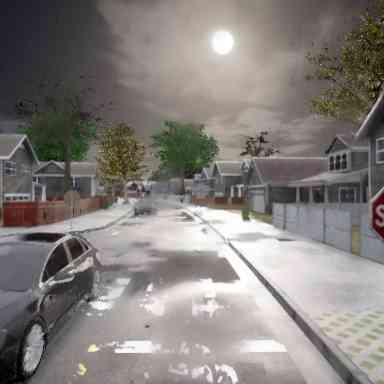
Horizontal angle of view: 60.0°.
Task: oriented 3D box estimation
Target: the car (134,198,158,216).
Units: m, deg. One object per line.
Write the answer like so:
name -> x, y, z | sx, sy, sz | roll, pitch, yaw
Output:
car -> -4.345, 1.332, 31.669 | 2.097, 1.767, 4.553 | 0, 0, -6

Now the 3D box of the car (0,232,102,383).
car -> -2.842, 1.513, 5.479 | 1.837, 1.490, 4.892 | 0, 0, -1
